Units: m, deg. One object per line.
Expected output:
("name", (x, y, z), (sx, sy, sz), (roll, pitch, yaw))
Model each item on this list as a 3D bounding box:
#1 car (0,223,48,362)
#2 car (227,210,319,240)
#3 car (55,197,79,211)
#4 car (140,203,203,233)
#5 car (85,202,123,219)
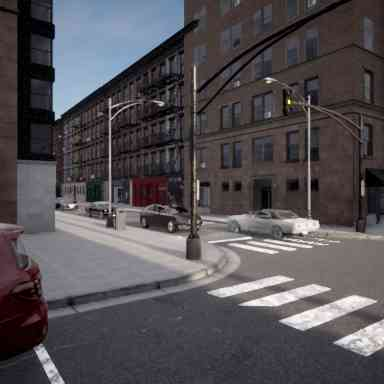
("car", (-4.107, 1.315, 3.262), (5.009, 1.841, 2.192), (0, 0, -35))
("car", (3.920, 1.557, 17.090), (1.895, 1.301, 4.718), (0, 0, -35))
("car", (-14.234, 1.323, 37.476), (2.128, 1.511, 4.902), (0, 0, -36))
("car", (-1.321, 1.438, 19.346), (1.837, 1.490, 4.892), (0, 0, -37))
("car", (-7.314, 1.487, 27.755), (1.895, 1.301, 4.718), (0, 0, -35))
